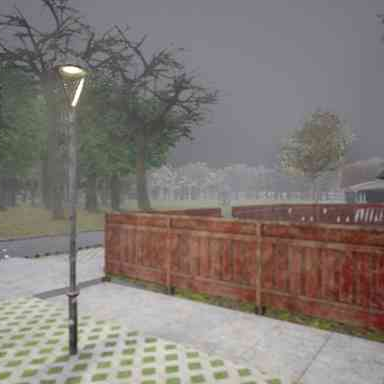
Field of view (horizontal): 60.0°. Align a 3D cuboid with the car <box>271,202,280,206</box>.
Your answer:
[{"bbox_3d":[12.347,2.258,48.828,1.882,1.535,5.008,-3,-2,35],"label":"car"}]
